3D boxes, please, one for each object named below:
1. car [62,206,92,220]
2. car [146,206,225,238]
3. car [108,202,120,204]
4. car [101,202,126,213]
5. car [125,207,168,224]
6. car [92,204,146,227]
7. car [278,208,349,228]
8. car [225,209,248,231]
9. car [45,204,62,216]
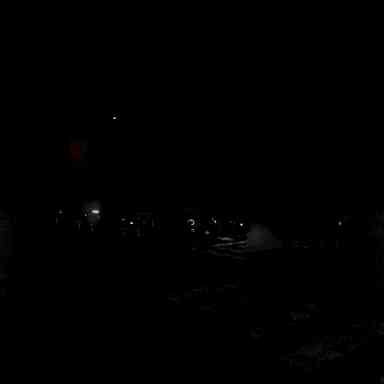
[{"bbox_3d":[-11.931,2.212,35.286,1.994,1.385,4.181,0,-1,-36],"label":"car"},{"bbox_3d":[-0.510,1.635,19.625,2.097,1.767,4.553,0,-1,-36],"label":"car"},{"bbox_3d":[-10.467,2.227,38.786,2.033,1.411,5.357,0,-1,-36],"label":"car"},{"bbox_3d":[-12.547,2.402,52.979,2.128,1.511,4.902,0,-1,-36],"label":"car"},{"bbox_3d":[-4.242,2.080,30.250,1.895,1.301,4.718,0,-1,-36],"label":"car"},{"bbox_3d":[-6.091,2.007,27.277,2.033,1.411,5.357,0,-1,-35],"label":"car"},{"bbox_3d":[8.600,1.835,24.027,1.895,1.301,4.718,0,-1,-36],"label":"car"},{"bbox_3d":[1.591,1.798,22.261,1.837,1.490,4.892,0,-1,-36],"label":"car"},{"bbox_3d":[-17.763,2.329,43.322,2.128,1.511,4.902,0,-1,-36],"label":"car"}]
